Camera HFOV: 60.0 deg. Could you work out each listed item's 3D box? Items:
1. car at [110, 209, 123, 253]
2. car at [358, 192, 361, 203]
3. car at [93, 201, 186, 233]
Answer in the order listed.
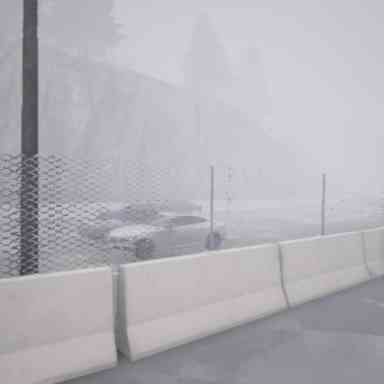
[{"bbox_3d":[-0.744,1.444,12.171,4.674,1.442,1.812,0,0,-37],"label":"car"},{"bbox_3d":[27.345,1.081,54.222,2.150,2.045,5.566,1,1,38],"label":"car"},{"bbox_3d":[-2.944,1.338,19.245,5.008,1.535,1.882,0,1,-37],"label":"car"}]
